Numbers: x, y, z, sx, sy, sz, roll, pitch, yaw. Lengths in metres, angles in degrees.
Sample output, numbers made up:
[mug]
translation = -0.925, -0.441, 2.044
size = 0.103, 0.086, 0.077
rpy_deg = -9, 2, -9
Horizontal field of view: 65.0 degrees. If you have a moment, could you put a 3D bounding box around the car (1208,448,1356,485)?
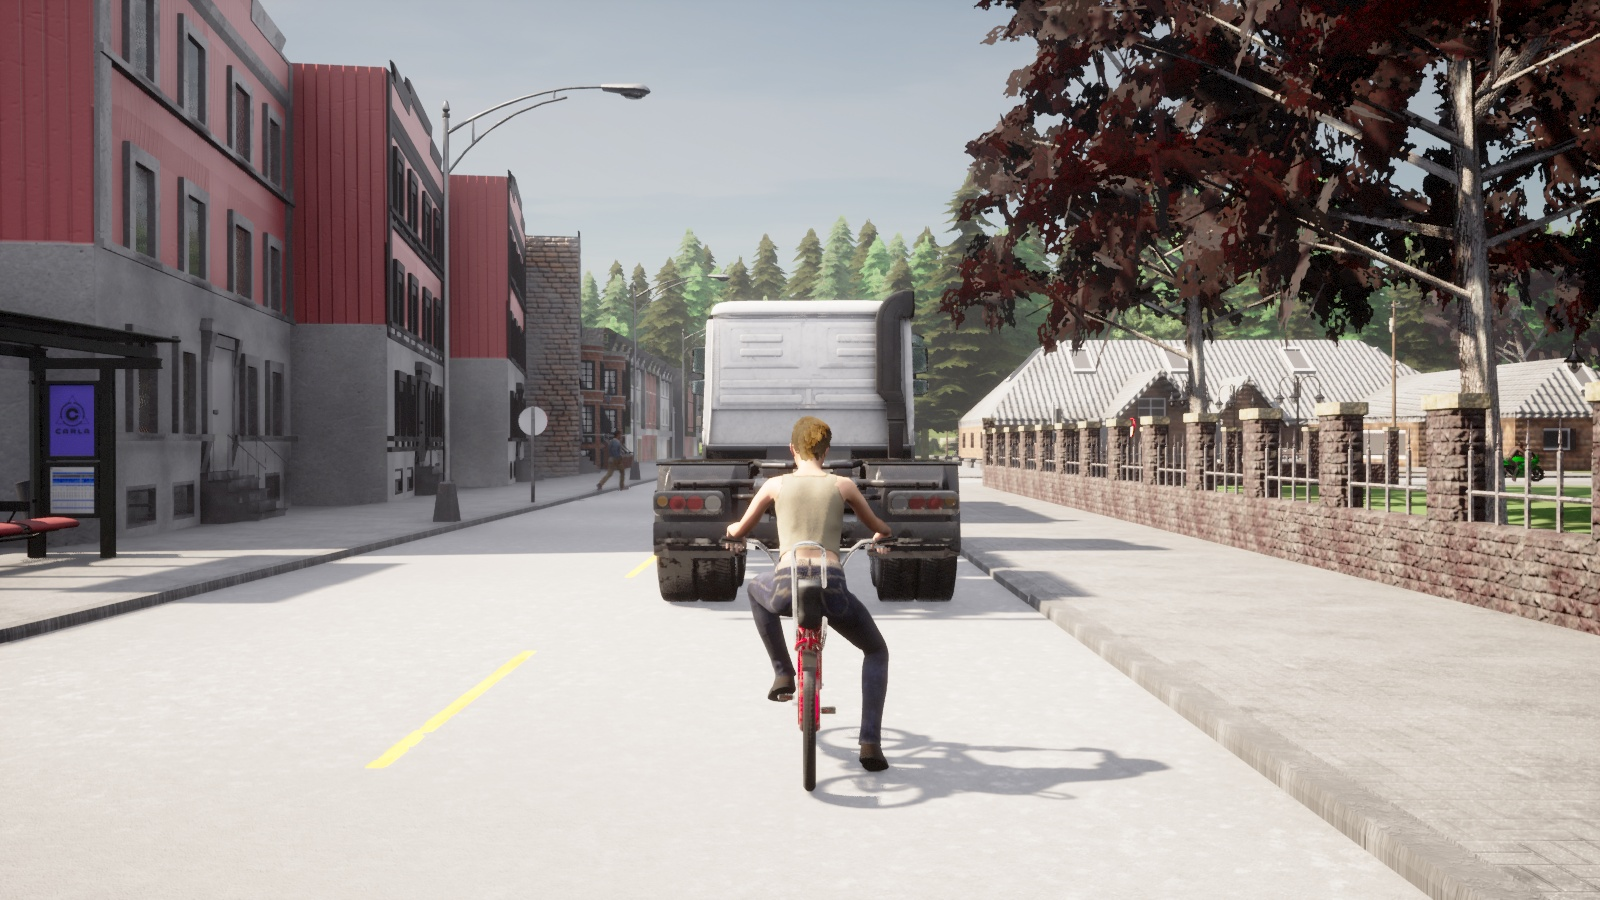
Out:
[car]
translation = 17.769, 0.599, 46.425
size = 4.718, 1.301, 1.895
rpy_deg = 0, 0, -1

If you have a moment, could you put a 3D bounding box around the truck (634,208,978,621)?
[truck]
translation = 0.095, -0.317, 14.519
size = 2.891, 3.462, 7.936
rpy_deg = 0, 0, 1

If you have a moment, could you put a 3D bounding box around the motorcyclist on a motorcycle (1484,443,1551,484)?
[motorcyclist on a motorcycle]
translation = 26.488, 0.488, 46.375
size = 2.044, 1.523, 0.797
rpy_deg = 0, 0, -1

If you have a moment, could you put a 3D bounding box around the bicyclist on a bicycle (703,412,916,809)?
[bicyclist on a bicycle]
translation = 0.044, 0.650, 5.856
size = 0.866, 1.612, 1.509
rpy_deg = 0, 0, 0

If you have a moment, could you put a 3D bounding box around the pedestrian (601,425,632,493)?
[pedestrian]
translation = -5.363, 0.258, 36.691
size = 0.788, 1.949, 0.423
rpy_deg = 0, 0, -28
